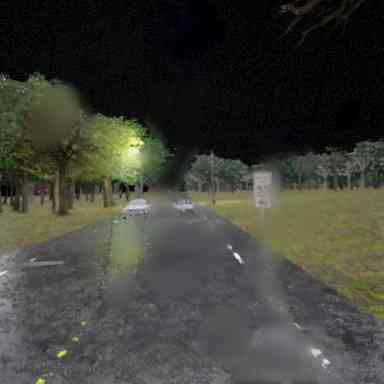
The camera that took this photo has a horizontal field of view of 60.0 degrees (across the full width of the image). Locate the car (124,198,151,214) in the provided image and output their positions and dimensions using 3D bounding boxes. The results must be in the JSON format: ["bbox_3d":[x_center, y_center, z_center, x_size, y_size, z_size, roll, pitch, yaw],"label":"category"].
[{"bbox_3d":[-4.113,1.233,25.682,1.812,1.442,4.674,-1,0,-1],"label":"car"}]

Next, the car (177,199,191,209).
[{"bbox_3d":[-1.107,1.649,47.110,1.895,1.301,4.718,-1,-1,-1],"label":"car"}]

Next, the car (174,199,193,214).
[{"bbox_3d":[-0.807,1.537,34.752,1.895,1.301,4.718,-1,0,0],"label":"car"}]
